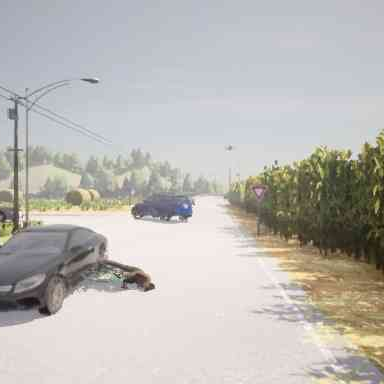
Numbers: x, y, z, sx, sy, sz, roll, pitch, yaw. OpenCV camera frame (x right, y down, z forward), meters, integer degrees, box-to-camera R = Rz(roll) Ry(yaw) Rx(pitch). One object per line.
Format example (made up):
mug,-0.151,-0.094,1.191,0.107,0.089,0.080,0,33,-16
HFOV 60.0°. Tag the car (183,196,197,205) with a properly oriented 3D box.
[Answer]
car,-0.308,1.547,60.964,2.033,1.411,5.357,0,0,4

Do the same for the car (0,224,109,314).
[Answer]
car,-3.324,1.523,7.758,1.812,1.442,4.674,0,0,3

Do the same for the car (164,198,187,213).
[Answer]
car,-1.773,1.505,37.891,1.837,1.490,4.892,0,0,7

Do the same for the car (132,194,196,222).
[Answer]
car,-2.480,1.215,26.745,5.566,2.045,2.150,0,-2,42

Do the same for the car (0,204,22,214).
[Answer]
car,-15.093,1.465,24.645,4.902,1.511,2.128,0,0,3

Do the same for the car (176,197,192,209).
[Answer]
car,-1.087,1.505,47.761,1.837,1.490,4.892,0,0,3

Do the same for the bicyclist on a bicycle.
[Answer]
bicyclist on a bicycle,-1.627,2.023,7.902,1.620,0.582,1.656,14,1,11
